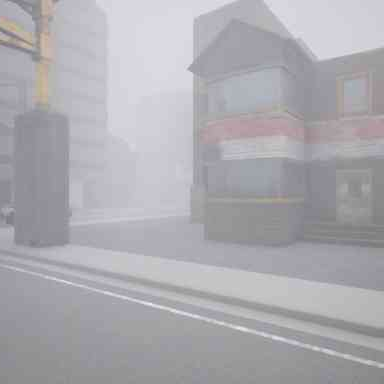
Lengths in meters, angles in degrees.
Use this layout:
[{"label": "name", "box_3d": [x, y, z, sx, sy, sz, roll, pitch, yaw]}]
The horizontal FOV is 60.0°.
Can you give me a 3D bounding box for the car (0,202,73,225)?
[{"label": "car", "box_3d": [-10.732, 1.453, 23.536, 2.038, 1.542, 4.974, 0, 0, 16]}]
